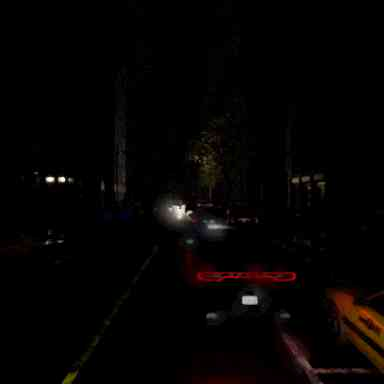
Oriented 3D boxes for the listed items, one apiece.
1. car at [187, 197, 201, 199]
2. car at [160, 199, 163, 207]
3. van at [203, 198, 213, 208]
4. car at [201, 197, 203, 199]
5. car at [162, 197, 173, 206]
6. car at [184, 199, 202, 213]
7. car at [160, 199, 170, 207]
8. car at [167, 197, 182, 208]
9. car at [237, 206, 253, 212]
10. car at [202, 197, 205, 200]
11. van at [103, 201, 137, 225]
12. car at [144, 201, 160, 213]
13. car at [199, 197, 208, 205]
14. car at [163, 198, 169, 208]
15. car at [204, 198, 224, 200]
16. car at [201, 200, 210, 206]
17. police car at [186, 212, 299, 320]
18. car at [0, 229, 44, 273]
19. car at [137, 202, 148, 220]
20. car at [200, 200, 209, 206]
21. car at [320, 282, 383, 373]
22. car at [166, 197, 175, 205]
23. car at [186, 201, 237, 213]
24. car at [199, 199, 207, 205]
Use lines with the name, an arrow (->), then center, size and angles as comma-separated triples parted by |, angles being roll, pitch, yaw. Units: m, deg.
car -> -0.017, 1.836, 56.555 | 2.150, 2.045, 5.566 | 0, -1, 0
car -> -5.681, 2.065, 48.456 | 1.887, 1.381, 4.507 | 0, -1, 0
van -> 2.841, 1.993, 59.727 | 1.690, 1.788, 3.998 | 0, -1, 0
car -> 2.843, 2.024, 54.086 | 1.967, 1.590, 4.097 | 0, -1, 0
car -> -5.692, 2.187, 76.650 | 2.192, 1.841, 5.009 | 0, -1, 0
car -> 0.016, 1.990, 43.974 | 1.812, 1.442, 4.674 | 0, -1, 0
car -> -5.689, 2.318, 70.840 | 1.752, 1.417, 4.829 | 0, -1, 0
car -> -3.018, 1.891, 61.029 | 2.150, 2.045, 5.566 | 0, -1, 0
car -> 2.854, 1.636, 20.252 | 1.967, 1.590, 4.097 | 0, -1, 0
car -> 2.846, 1.765, 42.809 | 2.192, 1.841, 5.009 | 0, -1, 0
van -> -5.673, 1.600, 25.904 | 1.690, 1.788, 3.998 | 0, -1, 0
car -> -5.680, 1.893, 42.819 | 1.967, 1.590, 4.097 | 0, -1, 0
car -> 2.832, 2.262, 82.283 | 2.192, 1.841, 5.009 | 0, -1, 0
car -> -5.685, 2.237, 59.733 | 1.802, 1.307, 4.206 | 0, -1, 0
car -> 2.848, 1.698, 37.171 | 2.192, 1.841, 5.009 | 0, -1, 0
car -> 2.836, 2.373, 71.002 | 1.802, 1.307, 4.206 | 0, -1, 0
police car -> 0.898, 1.500, 7.757 | 1.930, 1.638, 5.238 | 0, -1, 0
car -> -5.668, 1.613, 8.779 | 1.752, 1.417, 4.829 | 0, 0, 1
car -> -5.675, 1.887, 31.540 | 1.947, 1.339, 4.313 | 0, -1, 0
car -> 2.834, 2.434, 76.640 | 1.947, 1.339, 4.313 | 0, -1, 0
car -> 2.866, 1.558, 3.536 | 1.752, 1.417, 4.829 | 0, 0, 1
car -> -5.695, 2.344, 87.928 | 2.192, 1.841, 5.009 | 0, -1, 0
car -> 0.895, 1.522, 17.618 | 2.097, 1.767, 4.553 | 0, -1, 0
car -> 2.831, 2.570, 87.919 | 1.887, 1.381, 4.507 | 0, -1, 0
